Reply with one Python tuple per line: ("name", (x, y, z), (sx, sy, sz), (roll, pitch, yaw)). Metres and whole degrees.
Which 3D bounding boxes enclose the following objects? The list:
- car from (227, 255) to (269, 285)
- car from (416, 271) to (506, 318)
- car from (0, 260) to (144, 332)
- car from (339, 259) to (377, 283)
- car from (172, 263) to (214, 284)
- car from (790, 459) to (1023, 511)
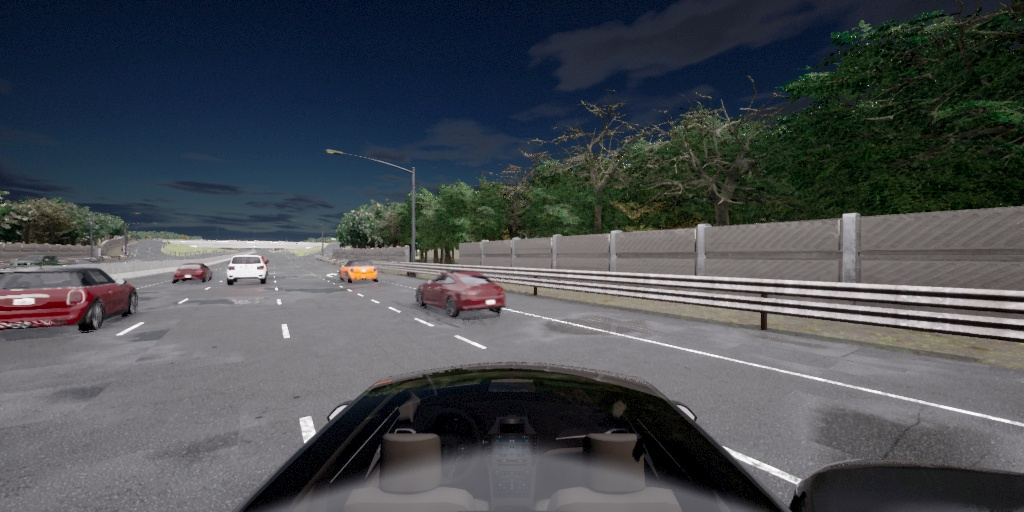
("car", (-19.294, 0.960, 26.238), (2.150, 2.045, 5.566), (0, 0, -34))
("car", (-1.961, 1.276, 13.078), (1.812, 1.442, 4.674), (0, 0, -34))
("car", (-12.713, 1.099, 10.229), (2.097, 1.767, 4.553), (0, 0, -34))
("car", (-12.078, 1.094, 28.049), (2.097, 1.767, 4.553), (0, 0, -34))
("car", (-24.186, 1.261, 27.241), (1.812, 1.442, 4.674), (0, 0, -34))
("car", (2.985, 1.315, 0.520), (4.181, 1.385, 1.994), (0, 0, 34))
